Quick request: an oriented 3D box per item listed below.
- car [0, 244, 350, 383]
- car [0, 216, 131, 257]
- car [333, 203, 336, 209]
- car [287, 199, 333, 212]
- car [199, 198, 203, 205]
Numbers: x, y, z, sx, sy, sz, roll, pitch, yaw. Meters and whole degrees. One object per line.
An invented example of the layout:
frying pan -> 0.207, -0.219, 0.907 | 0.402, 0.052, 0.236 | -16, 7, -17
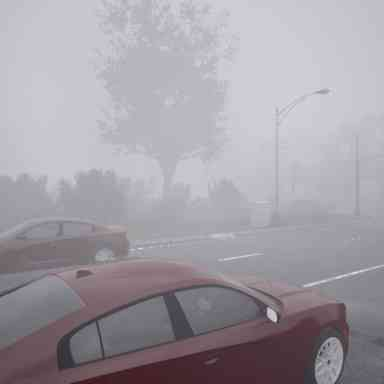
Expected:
car -> -0.315, 1.478, 3.520 | 5.008, 1.535, 1.882 | 0, 0, -35
car -> -4.250, 1.477, 9.552 | 5.008, 1.535, 1.882 | 0, 0, -35
car -> 15.817, 1.563, 41.742 | 1.994, 1.385, 4.181 | 0, 0, -32
car -> 13.517, 1.601, 38.841 | 1.895, 1.301, 4.718 | 0, 0, -32
car -> 2.815, 1.484, 55.591 | 1.812, 1.442, 4.674 | 0, 0, -33
